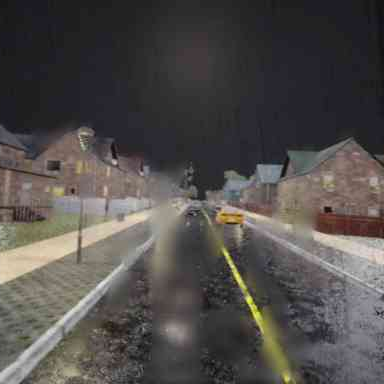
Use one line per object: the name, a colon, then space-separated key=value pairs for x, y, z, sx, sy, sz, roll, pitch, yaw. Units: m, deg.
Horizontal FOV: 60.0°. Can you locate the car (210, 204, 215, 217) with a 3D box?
car: x=3.232 y=2.171 z=39.903 sx=1.837 sy=1.490 sz=4.892 roll=3 pitch=0 yaw=1

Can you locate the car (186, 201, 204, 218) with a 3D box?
car: x=0.377 y=2.087 z=37.125 sx=1.895 sy=1.301 sz=4.718 roll=3 pitch=-1 yaw=1

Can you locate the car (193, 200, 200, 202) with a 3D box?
car: x=0.917 y=2.529 z=73.299 sx=1.837 sy=1.490 sz=4.892 roll=3 pitch=-1 yaw=1

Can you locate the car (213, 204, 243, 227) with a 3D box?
car: x=3.063 y=1.968 z=27.433 sx=1.882 sy=1.535 sz=5.008 roll=3 pitch=-1 yaw=1
